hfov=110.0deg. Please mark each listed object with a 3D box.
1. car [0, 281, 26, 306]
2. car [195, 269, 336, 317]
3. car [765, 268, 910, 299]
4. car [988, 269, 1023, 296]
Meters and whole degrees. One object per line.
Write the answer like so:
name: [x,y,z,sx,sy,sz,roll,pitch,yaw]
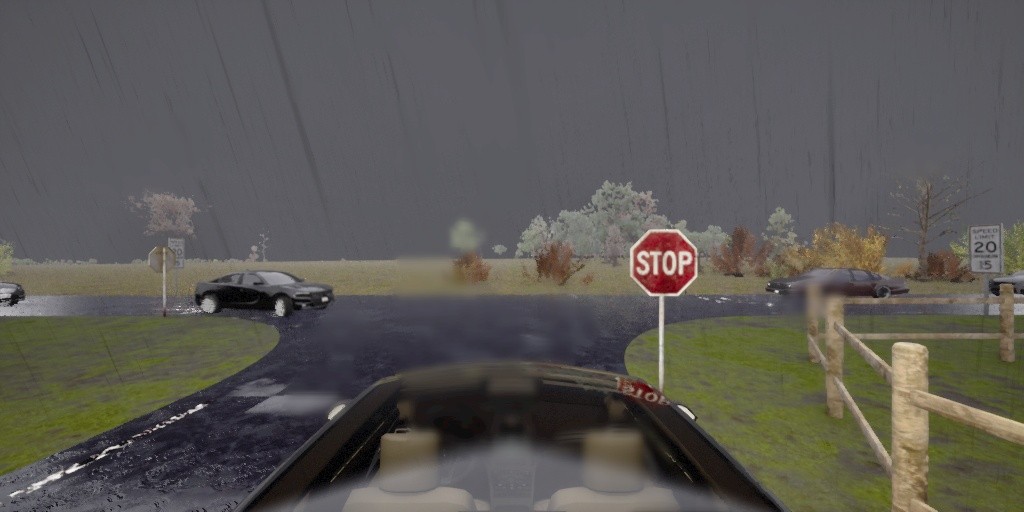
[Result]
car: [-22.147,1.300,13.938,4.902,1.511,2.128,0,0,0]
car: [-8.900,1.249,13.020,5.008,1.535,1.882,0,0,14]
car: [14.909,1.256,16.579,5.357,1.411,2.033,0,0,0]
car: [25.021,1.192,16.488,4.892,1.490,1.837,0,0,1]
